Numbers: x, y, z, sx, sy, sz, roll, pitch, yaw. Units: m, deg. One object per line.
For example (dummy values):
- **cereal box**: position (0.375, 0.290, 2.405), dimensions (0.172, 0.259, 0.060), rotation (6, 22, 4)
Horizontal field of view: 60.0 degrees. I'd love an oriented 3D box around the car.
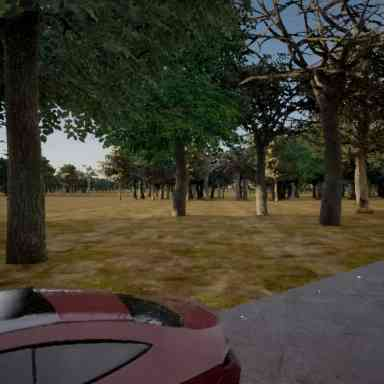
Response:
- **car**: position (-1.674, 1.526, 2.213), dimensions (4.674, 1.442, 1.812), rotation (0, 0, -38)
